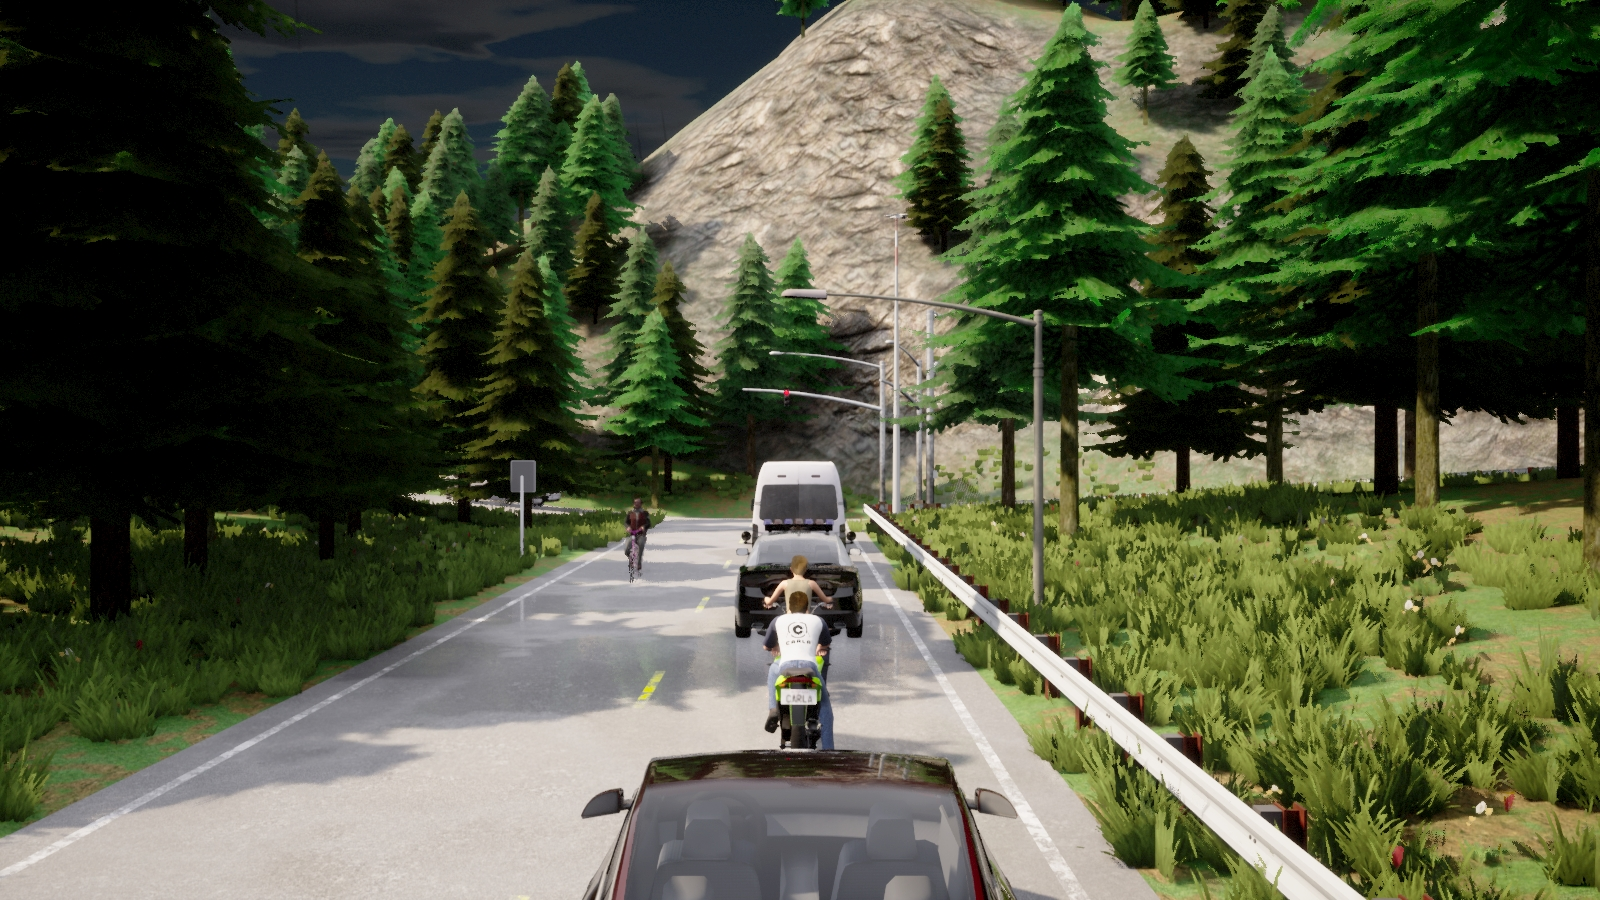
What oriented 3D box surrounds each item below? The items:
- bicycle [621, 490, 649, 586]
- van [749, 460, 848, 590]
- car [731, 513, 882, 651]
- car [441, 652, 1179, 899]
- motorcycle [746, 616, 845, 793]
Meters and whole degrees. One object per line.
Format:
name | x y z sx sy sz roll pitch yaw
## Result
bicycle | -3.515 1.836 24.356 0.329 1.919 1.835 0 0 0
van | -0.039 1.534 25.918 1.988 2.561 5.915 0 0 0
car | 0.090 1.982 18.501 2.097 1.638 5.238 0 0 0
car | 0.027 2.063 5.080 2.163 1.488 4.792 0 0 0
motorcycle | -0.033 2.213 10.287 0.803 1.145 2.033 0 0 0
